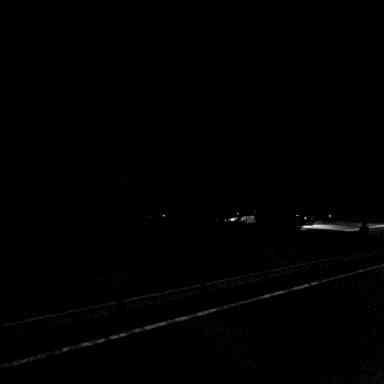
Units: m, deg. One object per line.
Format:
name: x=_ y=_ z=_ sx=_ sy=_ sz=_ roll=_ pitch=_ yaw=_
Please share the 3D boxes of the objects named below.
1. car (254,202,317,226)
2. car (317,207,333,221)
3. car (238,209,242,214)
car: x=6.622 y=1.651 z=24.601 sx=1.994 sy=1.385 sz=4.181 roll=0 pitch=-1 yaw=-39
car: x=8.981 y=1.586 z=27.250 sx=2.128 sy=1.511 sz=4.902 roll=0 pitch=-1 yaw=-39
car: x=2.734 y=1.787 z=34.667 sx=2.033 sy=1.411 sz=5.357 roll=0 pitch=-1 yaw=-42
